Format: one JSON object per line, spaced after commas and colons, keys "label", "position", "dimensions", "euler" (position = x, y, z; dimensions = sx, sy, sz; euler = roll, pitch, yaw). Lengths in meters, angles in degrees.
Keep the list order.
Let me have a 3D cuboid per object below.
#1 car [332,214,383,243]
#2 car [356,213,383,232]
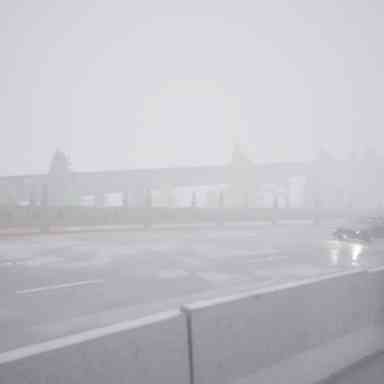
{"label": "car", "position": [10.771, 2.213, 20.211], "dimensions": [5.357, 1.411, 2.033], "euler": [3, -2, -35]}
{"label": "car", "position": [16.588, 2.586, 28.631], "dimensions": [5.357, 1.411, 2.033], "euler": [3, -2, -35]}
